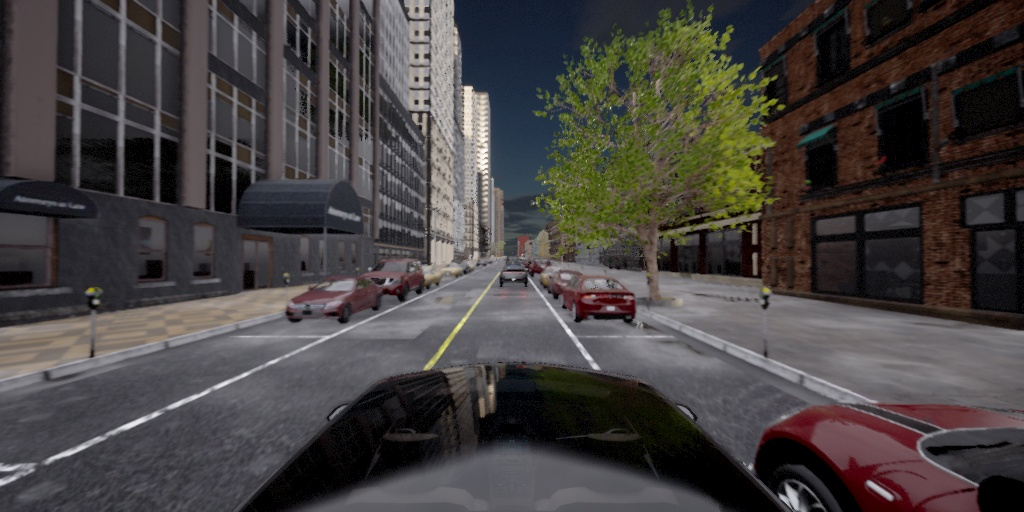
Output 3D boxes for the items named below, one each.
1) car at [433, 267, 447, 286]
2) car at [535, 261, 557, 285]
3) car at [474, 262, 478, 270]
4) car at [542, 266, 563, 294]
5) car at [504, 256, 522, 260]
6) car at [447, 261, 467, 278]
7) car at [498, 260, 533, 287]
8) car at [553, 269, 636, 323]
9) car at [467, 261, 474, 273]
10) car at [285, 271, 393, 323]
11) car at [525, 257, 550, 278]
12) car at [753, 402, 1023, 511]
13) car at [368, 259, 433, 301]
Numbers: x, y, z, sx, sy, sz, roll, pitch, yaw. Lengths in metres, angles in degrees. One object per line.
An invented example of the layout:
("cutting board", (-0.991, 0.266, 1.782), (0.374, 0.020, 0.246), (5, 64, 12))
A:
("car", (-5.681, 1.278, 22.958), (1.751, 1.417, 4.829), (0, 0, 0))
("car", (2.700, 1.278, 23.297), (1.751, 1.417, 4.829), (0, 0, 0))
("car", (-5.674, 1.270, 45.143), (1.751, 1.417, 4.829), (0, 0, 0))
("car", (2.697, 1.335, 17.581), (1.802, 1.307, 4.207), (0, 0, 0))
("car", (0.115, 0.965, 46.827), (2.150, 2.045, 5.566), (0, 0, 0))
("car", (-5.678, 1.275, 34.050), (1.751, 1.417, 4.829), (0, 0, 0))
("car", (0.108, 1.244, 24.726), (2.128, 1.511, 4.902), (0, 0, 0))
("car", (2.695, 1.298, 12.036), (1.888, 1.381, 4.507), (0, 0, 0))
("car", (-5.676, 1.313, 39.768), (1.948, 1.339, 4.313), (0, 0, 0))
("car", (-5.686, 1.334, 12.037), (1.802, 1.307, 4.207), (0, 0, 0))
("car", (2.703, 1.064, 34.220), (2.192, 1.841, 5.009), (0, 0, 0))
("car", (2.691, 1.190, 0.942), (1.967, 1.591, 4.097), (0, 0, 0))
("car", (-5.683, 1.067, 17.583), (2.192, 1.841, 5.009), (0, 0, 0))
